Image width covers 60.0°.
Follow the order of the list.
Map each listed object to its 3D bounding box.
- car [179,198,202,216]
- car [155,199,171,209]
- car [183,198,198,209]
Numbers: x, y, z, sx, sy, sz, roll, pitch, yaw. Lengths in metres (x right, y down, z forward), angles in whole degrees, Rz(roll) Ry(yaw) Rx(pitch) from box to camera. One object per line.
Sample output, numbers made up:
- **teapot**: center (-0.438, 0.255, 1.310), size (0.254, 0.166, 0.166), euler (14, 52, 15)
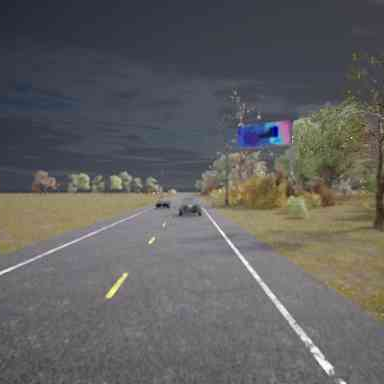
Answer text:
- **car**: center (-0.161, 1.314, 32.145), size (2.097, 1.767, 4.553), euler (0, 0, 0)
- **car**: center (-3.793, 1.562, 44.370), size (1.895, 1.301, 4.718), euler (0, 0, 0)
- **car**: center (-0.229, 1.547, 44.937), size (1.895, 1.301, 4.718), euler (0, 0, 0)
